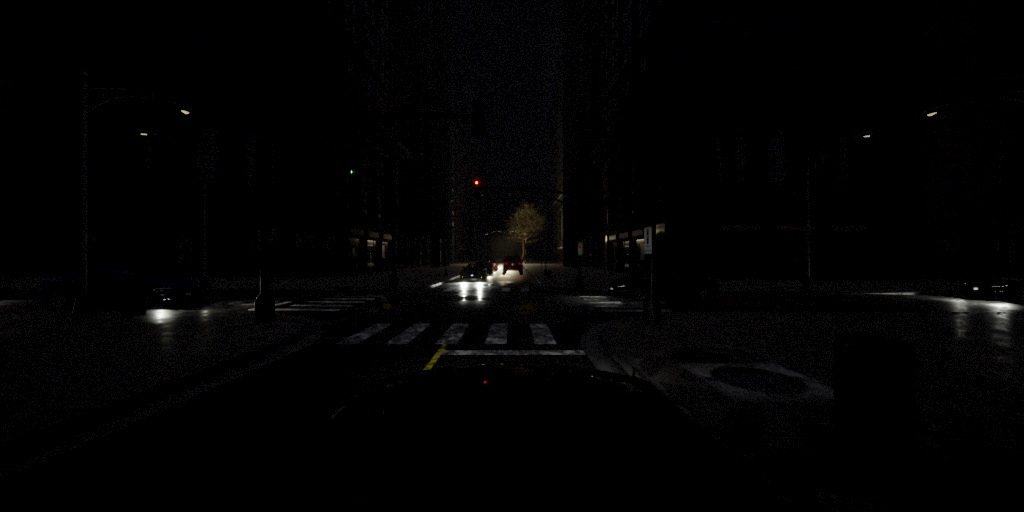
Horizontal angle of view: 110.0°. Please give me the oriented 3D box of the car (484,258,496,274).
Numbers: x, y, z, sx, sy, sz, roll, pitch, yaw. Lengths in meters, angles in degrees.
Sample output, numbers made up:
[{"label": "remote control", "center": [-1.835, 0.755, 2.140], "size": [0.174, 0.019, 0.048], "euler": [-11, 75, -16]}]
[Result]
[{"label": "car", "center": [-3.077, 1.232, 38.676], "size": [1.882, 1.535, 5.008], "euler": [0, 0, 0]}]

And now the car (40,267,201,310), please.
[{"label": "car", "center": [-14.903, 1.176, 13.820], "size": [5.008, 1.535, 1.882], "euler": [0, 0, 2]}]

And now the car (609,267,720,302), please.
[{"label": "car", "center": [7.056, 1.279, 16.778], "size": [4.892, 1.490, 1.837], "euler": [0, 0, -3]}]

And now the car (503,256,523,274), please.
[{"label": "car", "center": [0.091, 0.979, 41.360], "size": [2.150, 2.045, 5.566], "euler": [0, 0, 0]}]

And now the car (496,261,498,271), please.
[{"label": "car", "center": [-3.061, 1.116, 48.321], "size": [2.097, 1.767, 4.553], "euler": [0, 0, 0]}]

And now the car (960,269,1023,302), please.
[{"label": "car", "center": [24.400, 1.335, 16.988], "size": [4.892, 1.490, 1.837], "euler": [1, 0, 0]}]

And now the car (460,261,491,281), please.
[{"label": "car", "center": [-3.082, 1.314, 29.605], "size": [1.994, 1.385, 4.181], "euler": [0, 0, 0]}]
